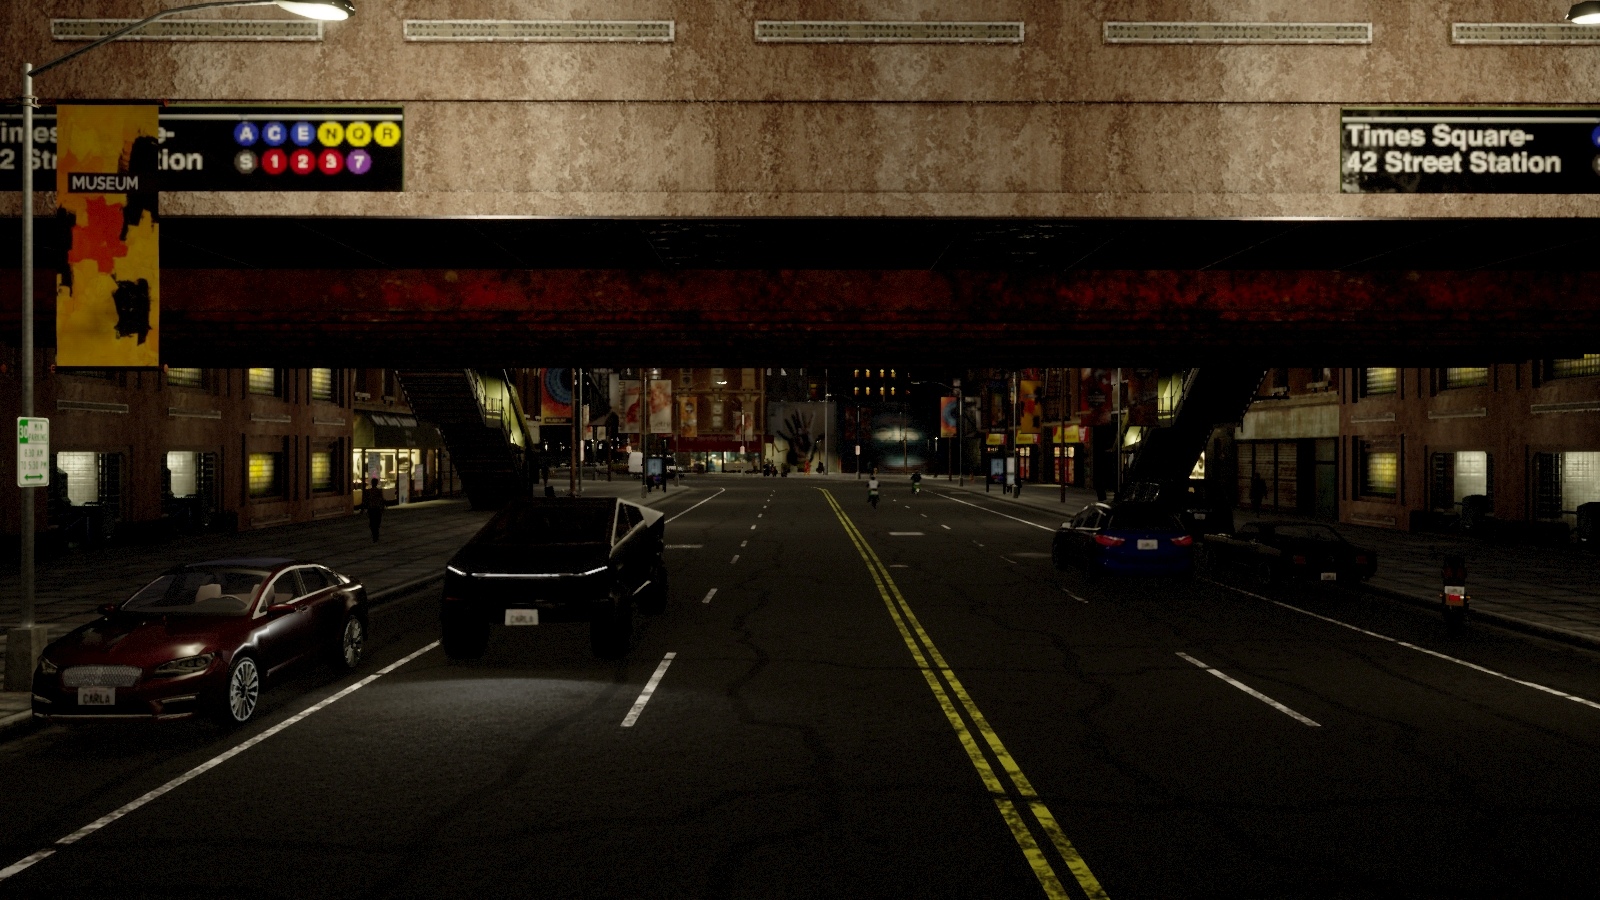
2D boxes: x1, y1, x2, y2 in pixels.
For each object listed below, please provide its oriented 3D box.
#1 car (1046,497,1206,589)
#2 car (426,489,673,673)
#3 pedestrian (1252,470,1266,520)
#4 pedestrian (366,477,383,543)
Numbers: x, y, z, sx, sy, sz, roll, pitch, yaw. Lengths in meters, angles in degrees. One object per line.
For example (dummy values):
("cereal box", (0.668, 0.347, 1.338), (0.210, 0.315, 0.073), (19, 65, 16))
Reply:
("car", (7.052, 1.967, 25.296), (2.242, 1.667, 4.611), (0, 0, 0))
("car", (-3.498, 1.753, 17.495), (2.390, 2.098, 6.274), (0, 0, 0))
("pedestrian", (17.380, 1.699, 43.296), (0.375, 1.860, 0.375), (0, 0, 1))
("pedestrian", (-12.108, 1.696, 32.503), (0.375, 1.860, 0.375), (0, 0, -10))
